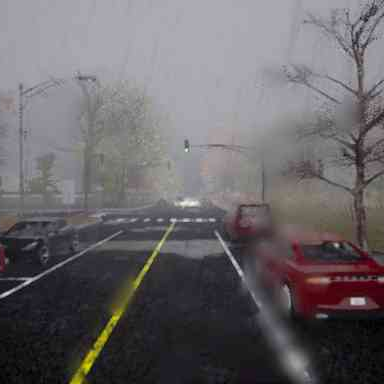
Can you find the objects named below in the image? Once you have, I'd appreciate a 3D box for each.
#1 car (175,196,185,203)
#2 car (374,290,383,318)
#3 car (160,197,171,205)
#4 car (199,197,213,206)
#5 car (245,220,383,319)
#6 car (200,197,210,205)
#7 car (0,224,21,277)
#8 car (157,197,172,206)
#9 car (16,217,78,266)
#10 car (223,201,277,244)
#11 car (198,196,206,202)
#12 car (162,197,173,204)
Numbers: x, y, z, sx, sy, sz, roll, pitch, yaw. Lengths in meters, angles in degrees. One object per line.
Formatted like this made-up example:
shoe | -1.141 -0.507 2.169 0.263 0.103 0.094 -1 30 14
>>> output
car | -2.744 1.725 74.088 1.837 1.490 4.892 0 0 0
car | 2.555 1.547 0.634 1.887 1.381 4.507 -1 0 0
car | -5.319 1.768 66.669 1.947 1.339 4.313 -1 0 0
car | 2.614 1.616 57.966 1.967 1.590 4.097 -1 0 0
car | 2.571 1.567 7.394 1.887 1.381 4.507 -1 0 0
car | 2.561 1.747 66.666 1.887 1.381 4.507 -1 0 0
car | -5.325 1.564 6.148 1.887 1.381 4.507 -1 0 0
car | -5.322 1.751 60.982 1.947 1.339 4.313 -1 0 0
car | -5.396 1.601 11.691 1.947 1.339 4.313 -1 0 0
car | 2.683 1.364 16.031 2.192 1.841 5.009 -1 0 0
car | 2.562 1.822 83.731 1.947 1.339 4.313 -1 0 0
car | -5.319 1.786 72.358 1.947 1.339 4.313 -1 0 0
